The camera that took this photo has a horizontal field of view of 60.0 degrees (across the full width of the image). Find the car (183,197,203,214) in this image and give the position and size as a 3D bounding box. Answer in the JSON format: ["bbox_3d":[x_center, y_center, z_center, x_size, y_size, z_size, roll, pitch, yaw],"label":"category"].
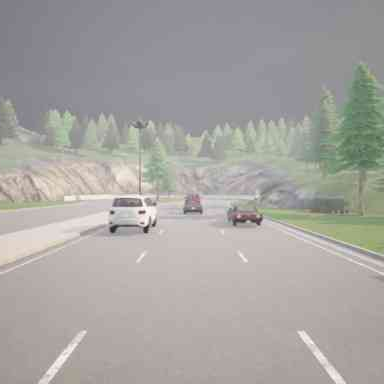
[{"bbox_3d":[0.098,1.564,35.131,1.994,1.385,4.181,0,0,0],"label":"car"}]

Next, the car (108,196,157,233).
[{"bbox_3d":[-3.402,1.223,19.908,2.150,2.045,5.566,0,0,0],"label":"car"}]

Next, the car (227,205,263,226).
[{"bbox_3d":[3.599,1.600,23.442,1.895,1.301,4.718,0,0,0],"label":"car"}]

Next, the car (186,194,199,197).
[{"bbox_3d":[0.092,1.221,44.554,2.150,2.045,5.566,0,0,0],"label":"car"}]
